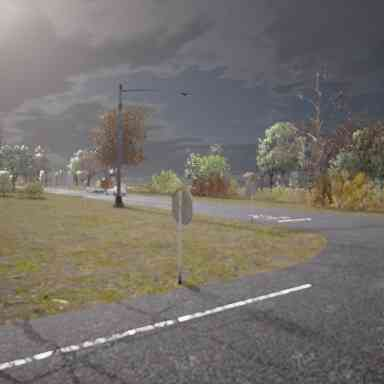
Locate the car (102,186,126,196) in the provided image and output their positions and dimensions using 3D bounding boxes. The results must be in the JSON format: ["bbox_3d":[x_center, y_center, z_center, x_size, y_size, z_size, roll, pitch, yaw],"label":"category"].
[{"bbox_3d":[-11.897,-0.192,52.111,1.812,1.442,4.674,0,2,-35],"label":"car"}]

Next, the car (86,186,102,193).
[{"bbox_3d":[-17.485,-0.426,59.947,1.895,1.301,4.718,0,2,-36],"label":"car"}]
